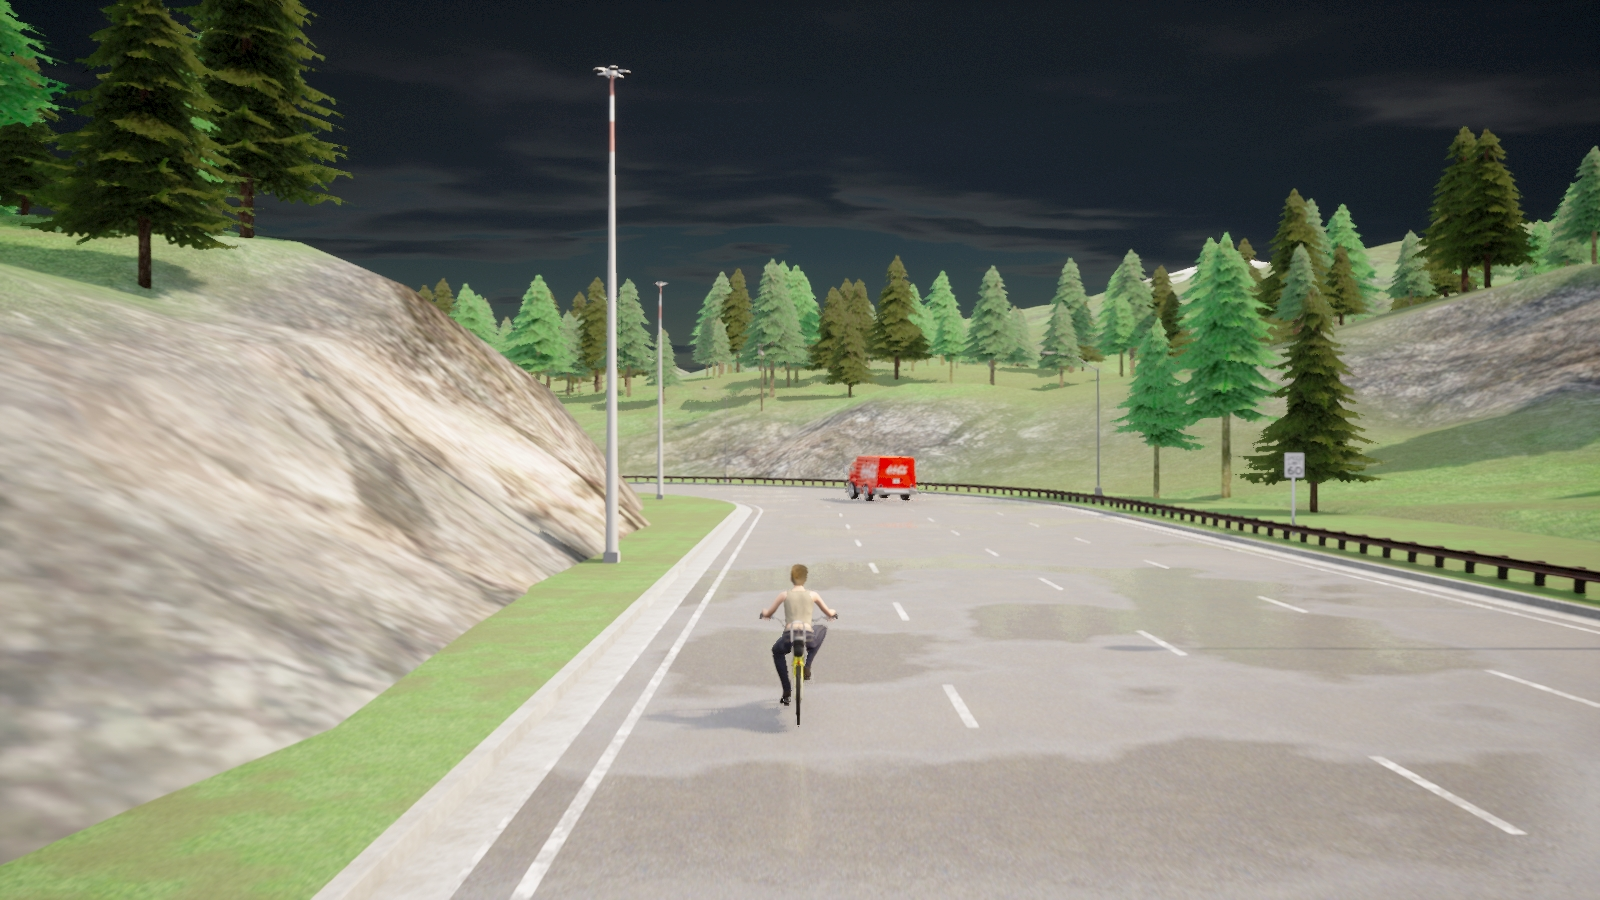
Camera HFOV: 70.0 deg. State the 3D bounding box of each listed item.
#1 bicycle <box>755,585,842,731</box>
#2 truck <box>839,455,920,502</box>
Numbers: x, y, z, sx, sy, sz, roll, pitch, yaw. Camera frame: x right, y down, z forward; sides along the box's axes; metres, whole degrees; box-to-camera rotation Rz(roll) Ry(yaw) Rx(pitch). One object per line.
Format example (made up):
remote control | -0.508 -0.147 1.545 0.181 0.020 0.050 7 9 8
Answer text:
bicycle | -0.014 2.158 12.100 0.859 1.276 1.487 0 0 0
truck | 4.355 1.568 63.726 2.627 2.467 5.204 1 0 -19
